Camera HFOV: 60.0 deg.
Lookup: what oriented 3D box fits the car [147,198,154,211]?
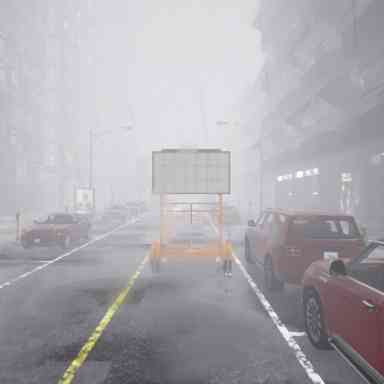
[{"bbox_3d":[-5.757,1.563,37.132,1.947,1.339,4.313,1,0,0],"label":"car"}]

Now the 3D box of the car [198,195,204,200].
[{"bbox_3d":[2.507,1.528,93.682,1.802,1.307,4.206,1,0,0],"label":"car"}]

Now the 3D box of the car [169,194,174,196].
[{"bbox_3d":[-5.836,1.407,76.730,1.967,1.590,4.097,1,0,0],"label":"car"}]

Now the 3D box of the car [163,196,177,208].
[{"bbox_3d":[-3.098,1.591,47.782,1.895,1.301,4.718,0,0,0],"label":"car"}]

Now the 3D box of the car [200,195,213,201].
[{"bbox_3d":[2.600,1.556,48.429,1.947,1.339,4.313,1,0,0],"label":"car"}]

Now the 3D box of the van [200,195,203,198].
[{"bbox_3d":[2.591,1.328,54.086,1.690,1.788,3.998,1,0,0],"label":"van"}]

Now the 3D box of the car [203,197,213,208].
[{"bbox_3d":[2.624,1.548,37.116,2.008,1.369,4.403,1,0,0],"label":"car"}]

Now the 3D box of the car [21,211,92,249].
[{"bbox_3d":[-5.710,1.547,14.505,1.887,1.381,4.507,1,0,0],"label":"car"}]

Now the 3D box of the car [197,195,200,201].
[{"bbox_3d":[2.542,1.549,76.712,1.802,1.307,4.206,1,0,0],"label":"car"}]

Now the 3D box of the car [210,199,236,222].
[{"bbox_3d":[2.647,1.527,25.972,1.752,1.417,4.829,1,0,0],"label":"car"}]

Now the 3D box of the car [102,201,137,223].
[{"bbox_3d":[-5.734,1.584,25.818,1.802,1.307,4.206,1,0,0],"label":"car"}]

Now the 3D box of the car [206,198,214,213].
[{"bbox_3d":[2.635,1.566,31.459,1.947,1.339,4.313,1,0,0],"label":"car"}]

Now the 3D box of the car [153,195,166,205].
[{"bbox_3d":[-5.790,1.427,54.104,1.967,1.590,4.097,1,0,0],"label":"car"}]

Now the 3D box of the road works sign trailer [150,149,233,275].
[{"bbox_3d":[-0.021,0.466,10.391,2.380,3.560,2.880,0,0,0],"label":"road works sign trailer"}]

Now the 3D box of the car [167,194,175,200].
[{"bbox_3d":[-5.871,1.386,93.701,1.967,1.590,4.097,1,0,0],"label":"car"}]

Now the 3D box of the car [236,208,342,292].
[{"bbox_3d":[2.685,1.317,8.833,2.192,1.841,5.009,1,0,0],"label":"car"}]

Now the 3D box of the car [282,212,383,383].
[{"bbox_3d":[2.696,1.316,3.175,2.192,1.841,5.009,1,0,0],"label":"car"}]

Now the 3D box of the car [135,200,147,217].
[{"bbox_3d":[-5.745,1.545,31.475,1.887,1.381,4.507,1,0,0],"label":"car"}]
